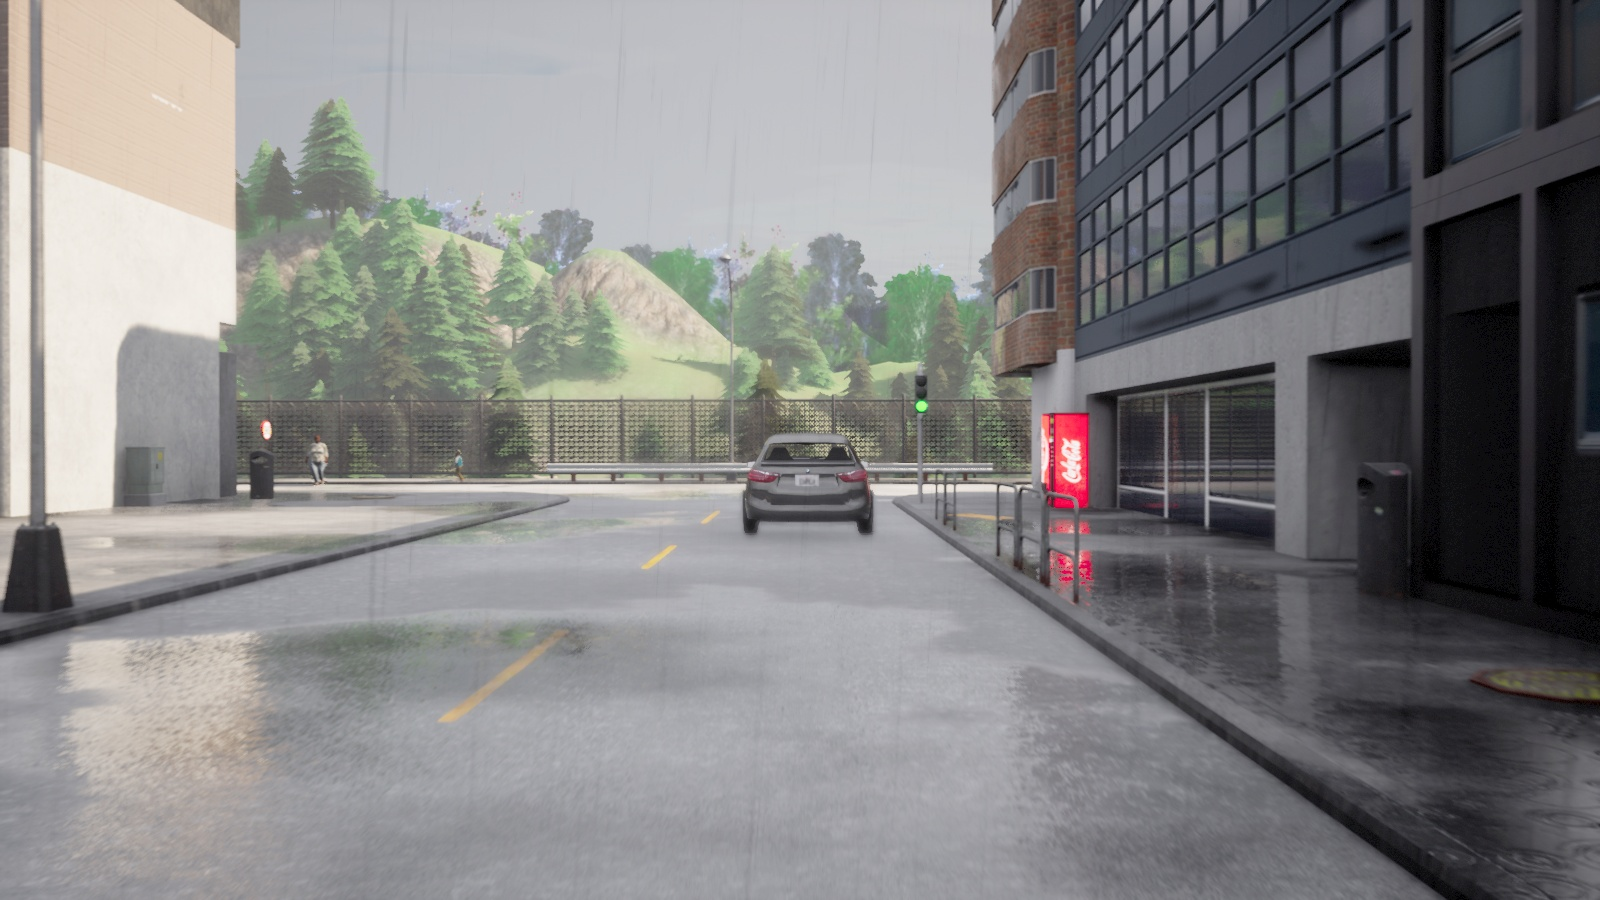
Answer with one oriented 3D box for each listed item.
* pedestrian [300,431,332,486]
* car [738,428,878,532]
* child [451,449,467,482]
[{"bbox_3d":[-16.599,0.291,43.124,0.874,1.855,0.900,0,0,-11],"label":"pedestrian"},{"bbox_3d":[0.142,0.465,22.320,2.242,1.667,4.611,0,0,0],"label":"car"},{"bbox_3d":[-12.455,0.568,45.851,0.448,1.192,0.343,0,0,5],"label":"child"}]
